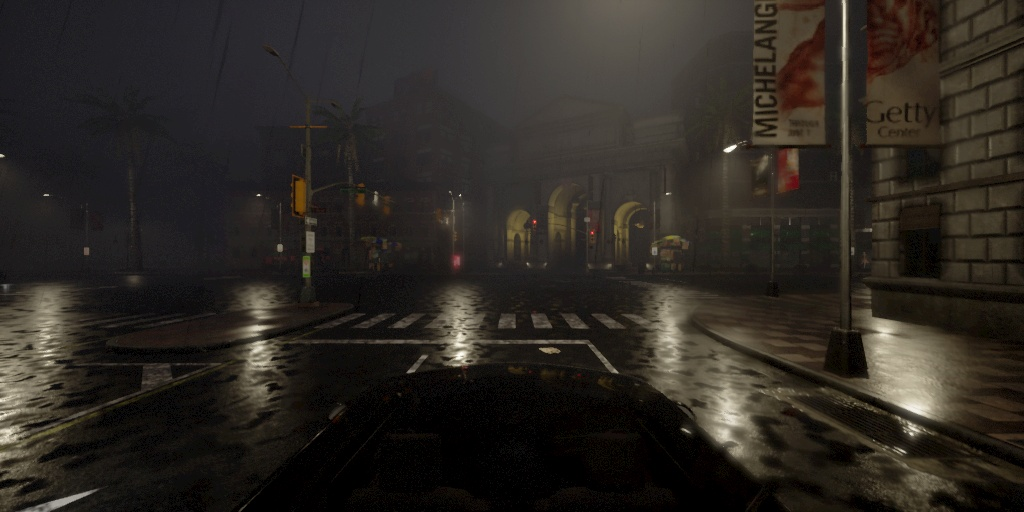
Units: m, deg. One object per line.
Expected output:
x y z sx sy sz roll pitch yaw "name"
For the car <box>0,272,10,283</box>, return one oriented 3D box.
-38.891 1.351 25.283 4.718 1.301 1.895 0 0 0 "car"
